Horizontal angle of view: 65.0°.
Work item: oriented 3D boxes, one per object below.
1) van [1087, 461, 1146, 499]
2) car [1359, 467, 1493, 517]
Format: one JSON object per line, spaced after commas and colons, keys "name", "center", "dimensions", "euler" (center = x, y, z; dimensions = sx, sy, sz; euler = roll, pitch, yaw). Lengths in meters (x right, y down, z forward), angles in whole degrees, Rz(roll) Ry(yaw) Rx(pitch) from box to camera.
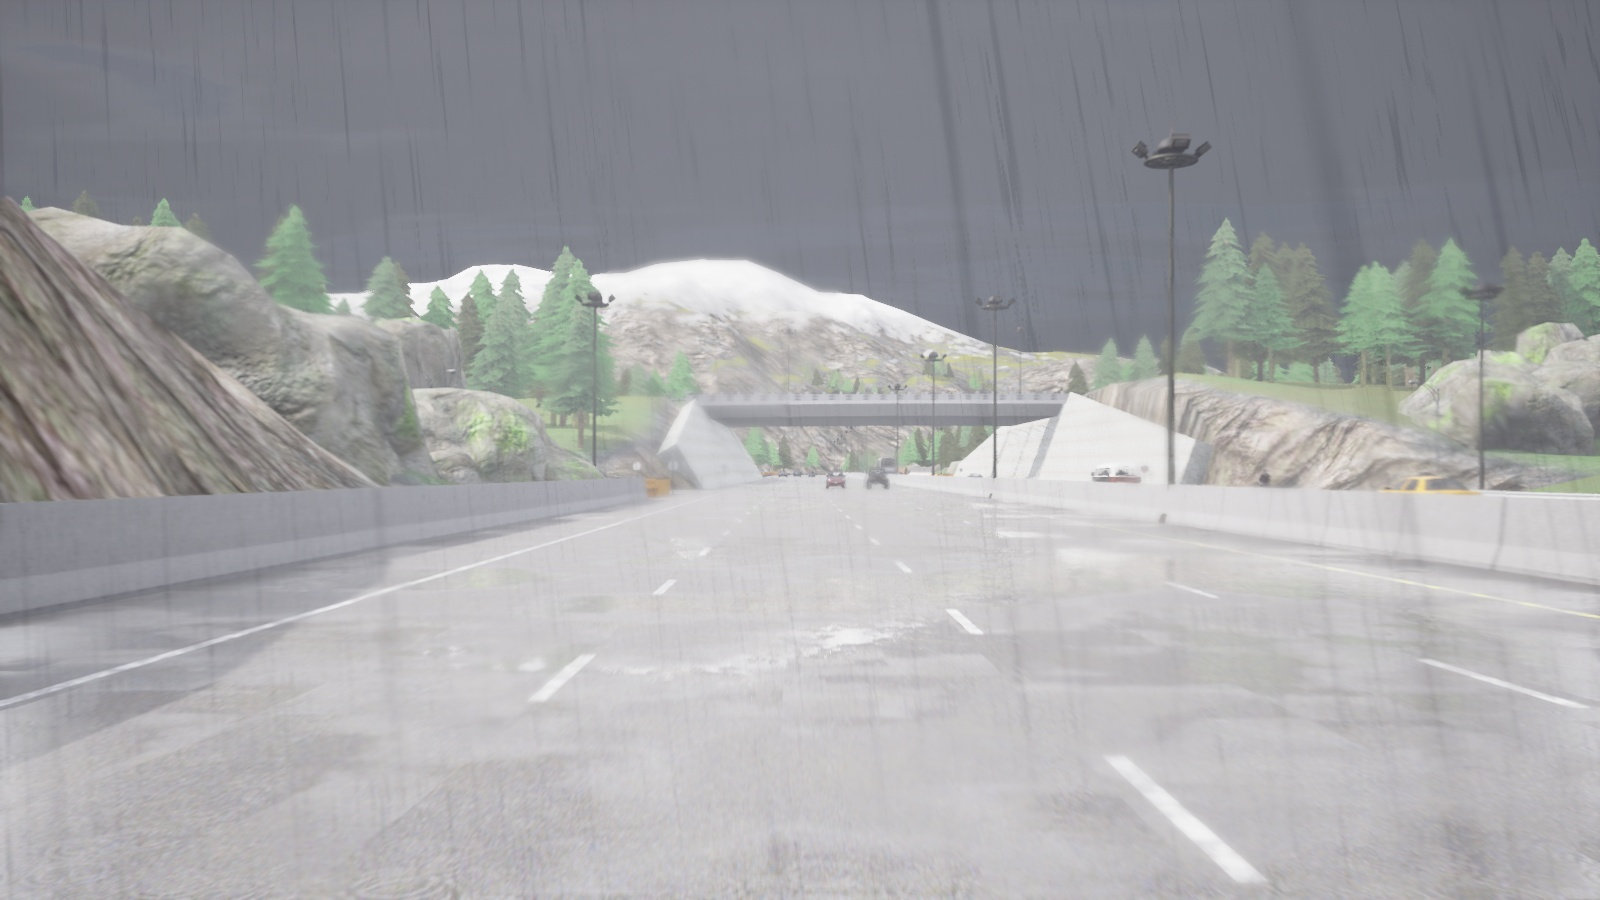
{"name": "van", "center": [17.331, 1.620, 69.008], "dimensions": [2.069, 2.038, 4.480], "euler": [0, -1, 0]}
{"name": "car", "center": [20.897, 1.374, 42.209], "dimensions": [1.801, 1.575, 5.366], "euler": [0, -1, 0]}
